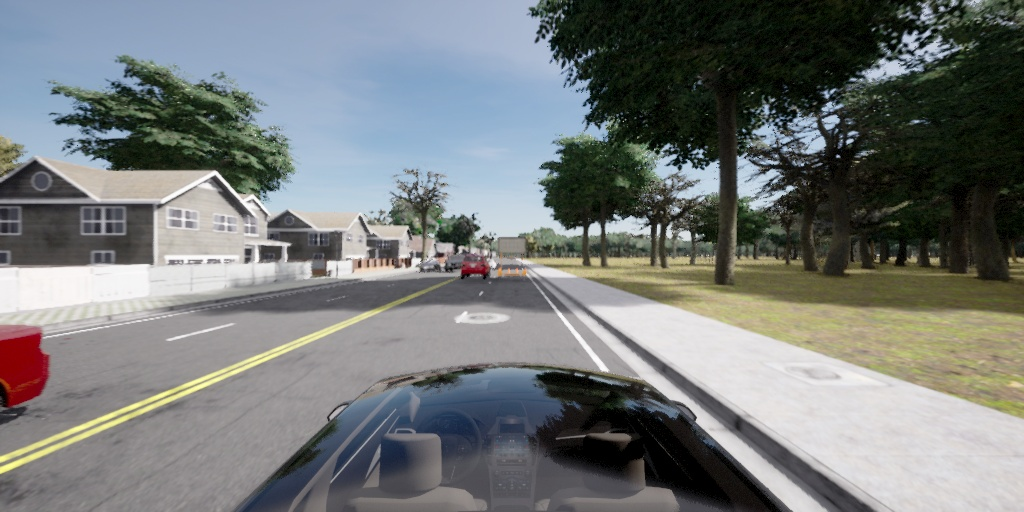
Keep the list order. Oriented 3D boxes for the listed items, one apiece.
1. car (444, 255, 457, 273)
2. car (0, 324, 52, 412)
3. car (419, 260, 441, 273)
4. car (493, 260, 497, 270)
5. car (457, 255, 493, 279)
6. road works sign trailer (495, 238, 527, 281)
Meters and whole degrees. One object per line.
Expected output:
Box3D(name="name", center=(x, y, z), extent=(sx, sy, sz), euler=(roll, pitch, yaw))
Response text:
Box3D(name="car", center=(-6.587, 0.926, 42.848), extent=(2.150, 2.045, 5.566), euler=(0, 0, 0))
Box3D(name="car", center=(-6.601, 1.227, 2.217), extent=(1.882, 1.535, 5.008), euler=(0, 0, 0))
Box3D(name="car", center=(-9.831, 1.195, 43.396), extent=(2.128, 1.511, 4.902), euler=(0, 0, 0))
Box3D(name="car", center=(-3.149, 1.226, 50.682), extent=(1.812, 1.442, 4.674), euler=(0, 0, 0))
Box3D(name="car", center=(-3.148, 0.930, 31.669), extent=(2.150, 2.045, 5.566), euler=(0, 0, 0))
Box3D(name="road works sign trailer", center=(0.001, 0.176, 29.966), extent=(2.380, 3.560, 2.880), euler=(0, 0, 0))
